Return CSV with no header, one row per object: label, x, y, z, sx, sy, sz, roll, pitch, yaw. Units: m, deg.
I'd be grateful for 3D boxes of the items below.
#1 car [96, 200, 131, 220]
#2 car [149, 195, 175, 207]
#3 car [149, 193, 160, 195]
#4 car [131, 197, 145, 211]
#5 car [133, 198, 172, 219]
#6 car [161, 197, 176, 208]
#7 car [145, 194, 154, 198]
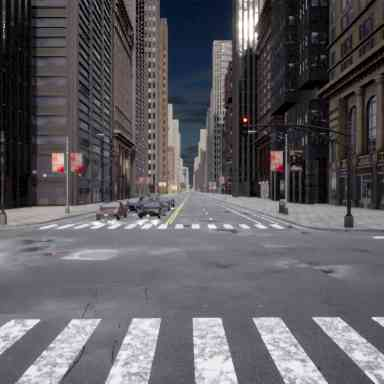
car,-6.656,1.512,28.024,1.812,1.442,4.674,0,0,0
car,-3.428,1.469,39.200,2.128,1.511,4.902,0,0,0
car,-6.683,1.175,57.821,2.150,2.045,5.566,0,0,1
car,-6.677,1.580,37.132,1.895,1.301,4.718,0,0,0
car,-3.385,1.533,29.460,2.033,1.411,5.357,0,0,4
car,-3.458,1.513,49.751,2.033,1.411,5.357,0,0,0
car,-6.698,1.474,47.372,1.837,1.490,4.892,0,0,0
